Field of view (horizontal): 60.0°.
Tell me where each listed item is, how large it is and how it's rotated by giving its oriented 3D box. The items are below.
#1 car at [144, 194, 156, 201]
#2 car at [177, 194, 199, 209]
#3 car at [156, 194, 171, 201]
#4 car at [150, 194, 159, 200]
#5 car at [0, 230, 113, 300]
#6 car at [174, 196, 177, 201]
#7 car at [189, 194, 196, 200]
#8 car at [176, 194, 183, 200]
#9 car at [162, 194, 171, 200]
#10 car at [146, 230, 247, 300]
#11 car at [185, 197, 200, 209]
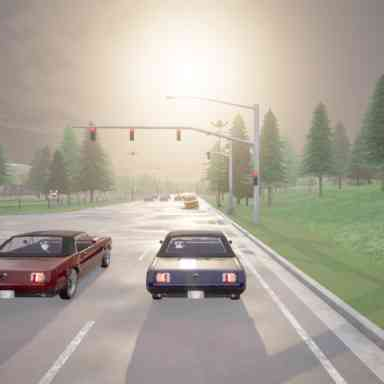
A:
[{"bbox_3d":[-10.344,1.531,80.644,2.033,1.411,5.357,0,0,0],"label":"car"},{"bbox_3d":[-0.372,1.053,46.619,1.882,1.535,5.008,-10,17,-8],"label":"car"},{"bbox_3d":[-6.844,1.531,80.638,2.033,1.411,5.357,0,0,0],"label":"car"},{"bbox_3d":[-10.324,1.332,91.064,1.837,1.490,4.892,0,0,0],"label":"car"},{"bbox_3d":[-3.405,1.601,8.360,1.895,1.301,4.718,0,0,0],"label":"car"},{"bbox_3d":[-3.343,1.545,81.047,1.994,1.385,4.181,0,0,0],"label":"car"},{"bbox_3d":[0.176,1.372,91.044,2.033,1.411,5.357,0,0,0],"label":"car"},{"bbox_3d":[-3.324,1.357,91.051,1.812,1.442,4.674,0,0,0],"label":"car"},{"bbox_3d":[-6.824,1.372,91.058,2.033,1.411,5.357,0,0,0],"label":"car"},{"bbox_3d":[0.095,1.601,8.336,1.895,1.301,4.718,0,0,0],"label":"car"},{"bbox_3d":[0.097,1.592,50.001,2.033,1.411,5.357,0,2,0],"label":"car"}]
